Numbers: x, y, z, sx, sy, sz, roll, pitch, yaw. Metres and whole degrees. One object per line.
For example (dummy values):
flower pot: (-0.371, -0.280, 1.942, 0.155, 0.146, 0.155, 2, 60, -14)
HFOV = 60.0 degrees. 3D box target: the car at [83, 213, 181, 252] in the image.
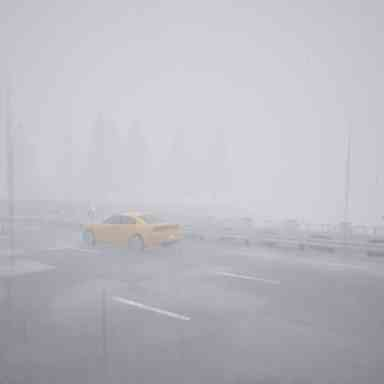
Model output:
car: (-2.788, 1.652, 14.789, 5.008, 1.535, 1.882, 0, -1, 37)
